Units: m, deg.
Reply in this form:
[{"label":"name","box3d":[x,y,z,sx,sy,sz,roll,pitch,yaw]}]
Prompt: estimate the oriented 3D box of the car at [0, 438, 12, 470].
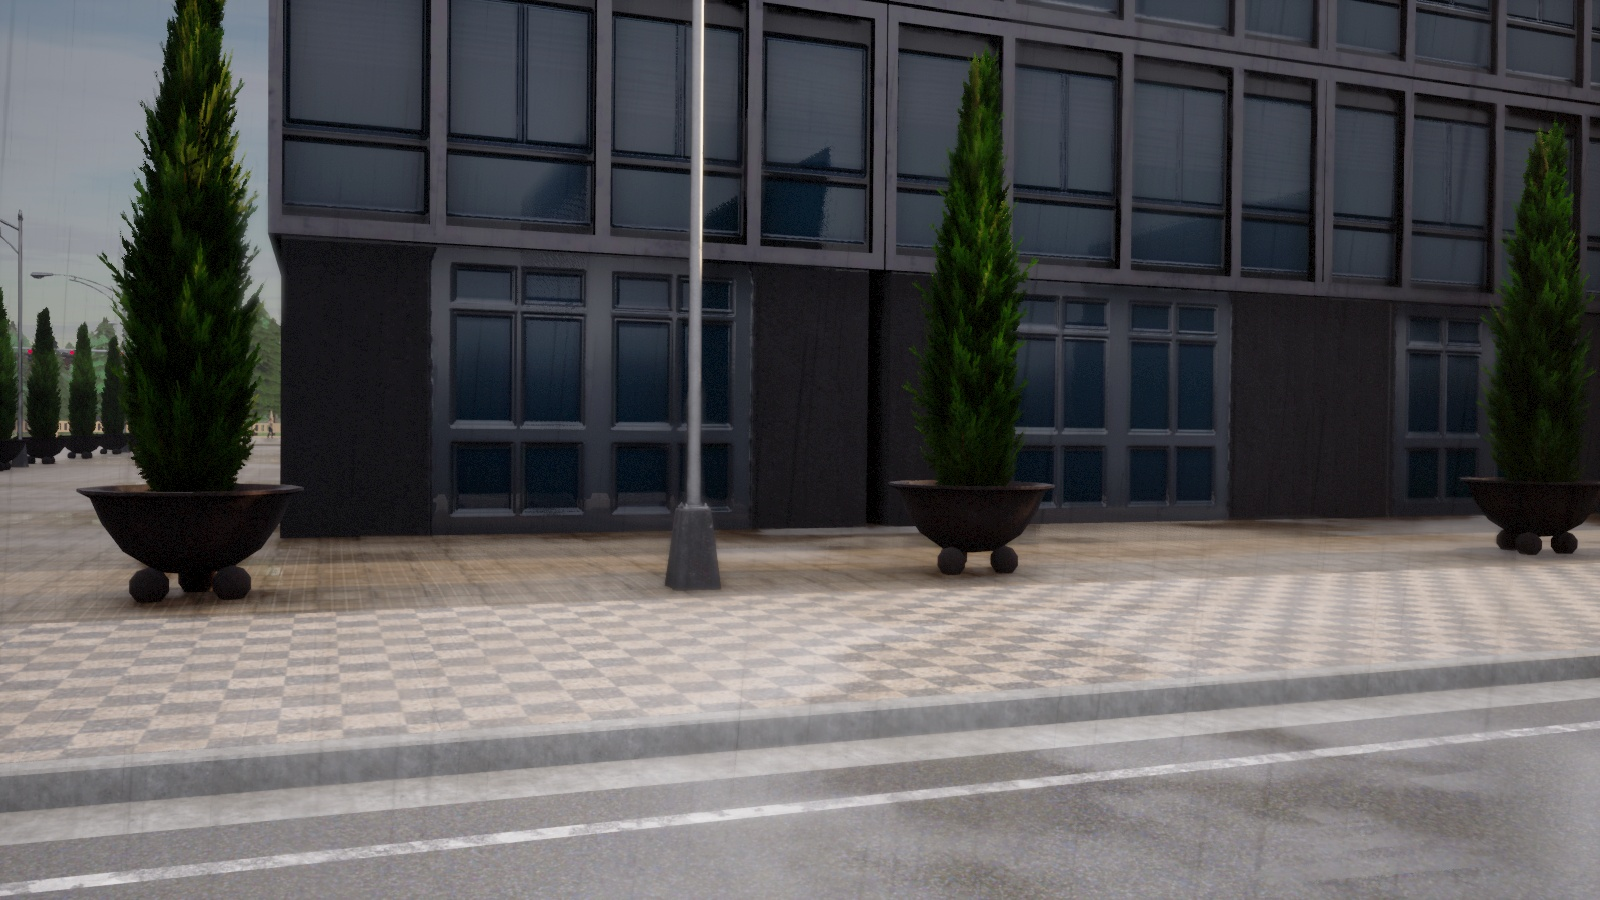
[{"label":"car","box3d":[-38.496,0.207,58.688,1.837,1.490,4.892,-1,0,-20]}]
